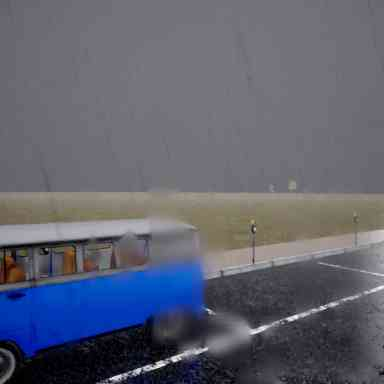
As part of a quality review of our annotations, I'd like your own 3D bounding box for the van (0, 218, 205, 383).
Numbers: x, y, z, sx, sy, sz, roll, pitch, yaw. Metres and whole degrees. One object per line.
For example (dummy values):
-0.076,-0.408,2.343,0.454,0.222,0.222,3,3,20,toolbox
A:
-1.696,1.341,4.875,3.998,1.788,1.690,0,1,-36,van
